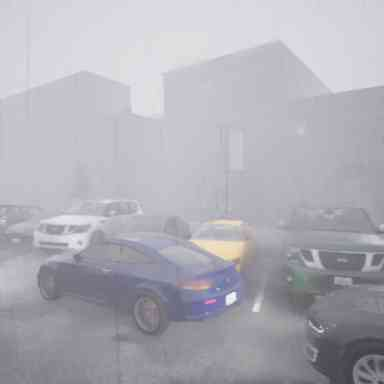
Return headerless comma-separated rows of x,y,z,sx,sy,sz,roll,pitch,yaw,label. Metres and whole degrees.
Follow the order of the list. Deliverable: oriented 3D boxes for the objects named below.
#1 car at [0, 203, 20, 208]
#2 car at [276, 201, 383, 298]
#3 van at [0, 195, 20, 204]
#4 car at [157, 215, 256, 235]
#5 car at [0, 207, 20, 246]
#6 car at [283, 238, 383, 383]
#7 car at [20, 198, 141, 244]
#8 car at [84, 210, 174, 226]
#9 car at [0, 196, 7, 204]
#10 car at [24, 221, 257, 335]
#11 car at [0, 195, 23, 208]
-8.753,1.439,17.322,2.185,1.767,4.553,0,-1,16,car
3.404,1.277,8.483,2.435,2.045,5.566,1,-1,16,car
-41.492,1.712,75.257,4.442,1.987,1.878,-1,-1,14,van
0.918,1.528,10.092,1.946,1.575,5.366,1,-1,16,car
-6.314,1.586,15.550,2.163,1.488,4.792,1,-1,16,car
3.615,1.526,3.204,4.892,1.490,1.837,0,0,36,car
-3.888,1.296,13.786,2.435,2.045,5.566,1,-1,16,car
-1.467,1.570,12.011,2.163,1.488,4.792,1,-1,16,car
-43.118,1.797,72.754,4.553,1.767,2.185,-1,-1,14,car
-1.236,1.557,6.736,4.674,1.442,1.812,0,0,36,car
-32.665,1.571,58.018,5.566,2.045,2.435,1,0,14,car
